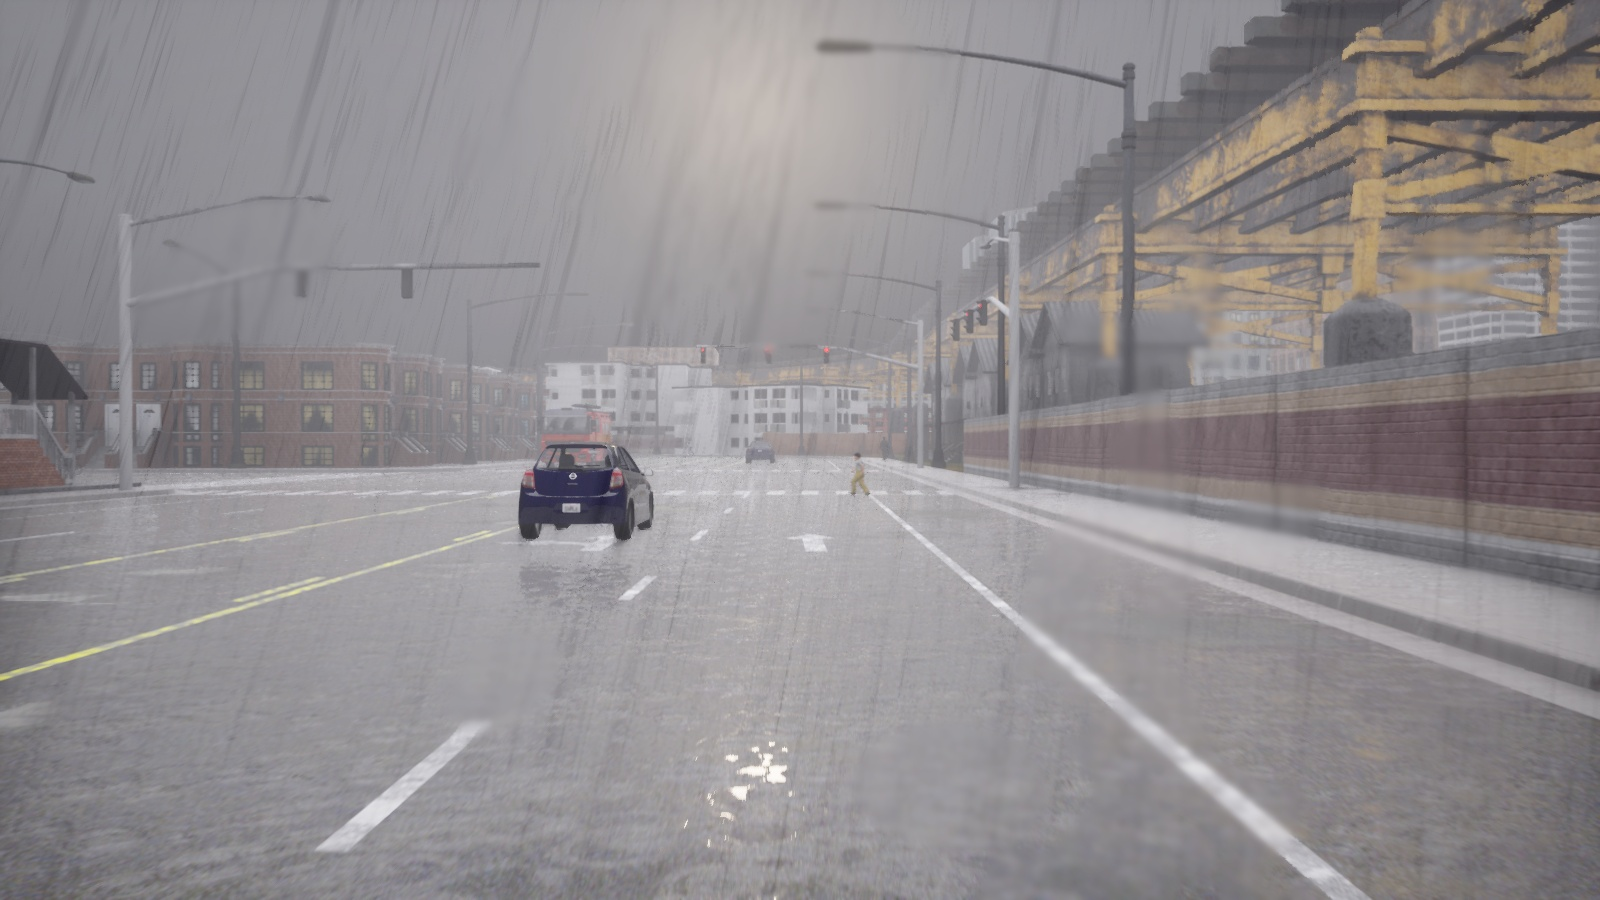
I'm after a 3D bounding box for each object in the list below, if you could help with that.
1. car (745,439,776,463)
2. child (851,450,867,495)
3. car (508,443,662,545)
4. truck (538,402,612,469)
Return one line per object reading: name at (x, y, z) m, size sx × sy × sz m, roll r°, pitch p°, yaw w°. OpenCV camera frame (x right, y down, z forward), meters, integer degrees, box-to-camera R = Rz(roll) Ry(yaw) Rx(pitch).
car at (-2.936, 0.072, 94.243) m, size 2.097 × 1.767 × 4.553 m, roll 0°, pitch 0°, yaw 0°
child at (1.665, 0.625, 35.487) m, size 0.437 × 1.263 × 0.270 m, roll 0°, pitch 0°, yaw 9°
car at (-3.367, 0.642, 20.298) m, size 1.845 × 1.501 × 3.633 m, roll 0°, pitch 0°, yaw 0°
truck at (-13.541, -0.860, 76.203) m, size 2.891 × 3.827 × 8.468 m, roll 0°, pitch 1°, yaw 0°
